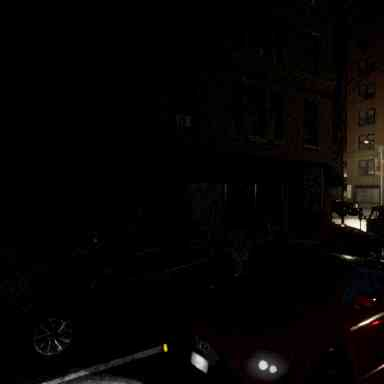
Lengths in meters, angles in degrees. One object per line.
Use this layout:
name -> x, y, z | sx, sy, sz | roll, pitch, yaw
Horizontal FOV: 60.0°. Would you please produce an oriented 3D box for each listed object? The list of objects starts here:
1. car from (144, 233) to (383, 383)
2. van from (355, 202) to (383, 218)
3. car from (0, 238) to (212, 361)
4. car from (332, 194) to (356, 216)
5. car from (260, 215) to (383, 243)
car -> 1.708, 1.564, 4.565 | 4.181, 1.385, 1.994 | 0, 0, -35
van -> 8.113, 1.338, 12.477 | 3.998, 1.788, 1.690 | 0, 0, -35
car -> -1.132, 1.566, 5.944 | 4.313, 1.339, 1.947 | 0, 0, -35
car -> 13.111, 1.217, 31.641 | 2.150, 2.045, 5.566 | 0, 0, -36
car -> 3.490, 1.544, 9.211 | 4.507, 1.381, 1.887 | 0, 0, -35
